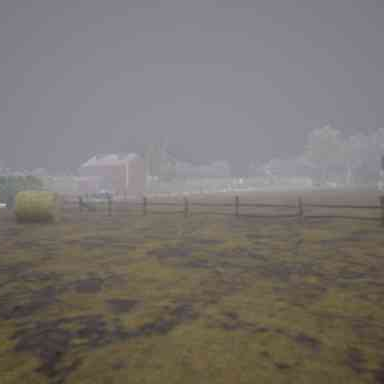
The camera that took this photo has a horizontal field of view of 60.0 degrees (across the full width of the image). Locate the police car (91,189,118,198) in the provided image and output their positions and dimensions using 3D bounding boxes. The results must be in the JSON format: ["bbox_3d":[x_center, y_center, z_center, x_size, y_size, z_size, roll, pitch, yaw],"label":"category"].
[{"bbox_3d":[-15.267,0.257,58.294,1.930,1.638,5.238,2,3,35],"label":"police car"}]
